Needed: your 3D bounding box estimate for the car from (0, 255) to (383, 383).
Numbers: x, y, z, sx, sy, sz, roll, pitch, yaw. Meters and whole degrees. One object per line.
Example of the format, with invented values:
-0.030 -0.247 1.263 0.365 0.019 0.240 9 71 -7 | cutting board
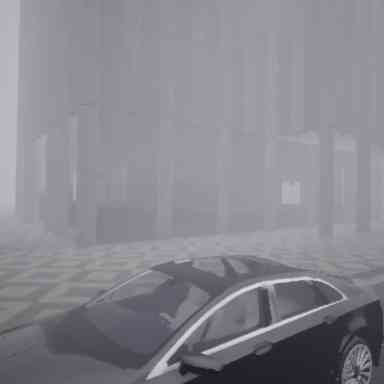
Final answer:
0.103 1.511 3.450 4.902 1.511 2.128 1 0 -36 | car
